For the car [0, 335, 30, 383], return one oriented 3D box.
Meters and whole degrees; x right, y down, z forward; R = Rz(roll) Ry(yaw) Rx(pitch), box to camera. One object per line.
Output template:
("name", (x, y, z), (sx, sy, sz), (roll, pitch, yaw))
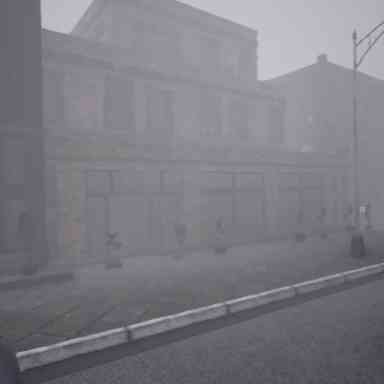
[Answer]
("car", (-3.360, 1.539, 1.045), (5.357, 1.411, 2.033), (0, 0, -35))
